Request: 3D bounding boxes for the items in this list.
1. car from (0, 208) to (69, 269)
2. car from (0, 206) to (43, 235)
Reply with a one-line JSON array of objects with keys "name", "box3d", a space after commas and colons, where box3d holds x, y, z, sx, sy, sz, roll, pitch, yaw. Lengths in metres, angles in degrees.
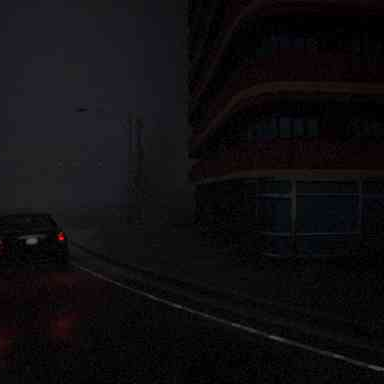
[{"name": "car", "box3d": [-5.614, 1.353, 10.704, 2.097, 1.767, 4.553, 0, 0, -37]}, {"name": "car", "box3d": [-10.163, 1.601, 19.932, 1.895, 1.301, 4.718, 0, 0, -20]}]
